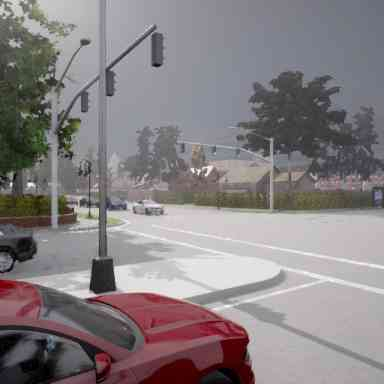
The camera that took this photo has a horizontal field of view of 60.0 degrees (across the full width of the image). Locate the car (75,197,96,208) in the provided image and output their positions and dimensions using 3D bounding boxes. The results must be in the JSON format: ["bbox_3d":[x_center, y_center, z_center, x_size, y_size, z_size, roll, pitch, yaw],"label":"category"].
[{"bbox_3d":[-15.214,1.505,49.045,1.837,1.490,4.892,0,0,-36],"label":"car"}]

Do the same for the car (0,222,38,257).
[{"bbox_3d":[-6.836,1.505,8.962,4.892,1.490,1.837,0,0,-36],"label":"car"}]

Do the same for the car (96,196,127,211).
[{"bbox_3d":[-9.820,1.352,41.591,2.097,1.767,4.553,0,0,-36],"label":"car"}]

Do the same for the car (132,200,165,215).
[{"bbox_3d":[-4.613,1.526,34.387,1.812,1.442,4.674,0,0,-35],"label":"car"}]

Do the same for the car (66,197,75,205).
[{"bbox_3d":[-21.012,1.564,57.108,1.994,1.385,4.181,0,0,-34],"label":"car"}]

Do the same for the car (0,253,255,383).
[{"bbox_3d":[-1.684,1.478,2.567,5.008,1.535,1.882,0,0,-35],"label":"car"}]
